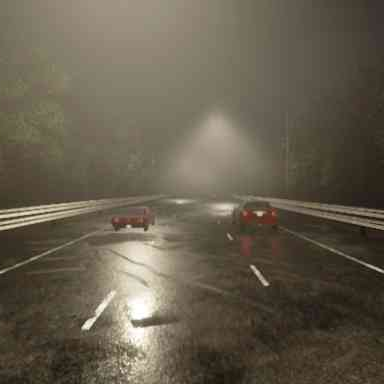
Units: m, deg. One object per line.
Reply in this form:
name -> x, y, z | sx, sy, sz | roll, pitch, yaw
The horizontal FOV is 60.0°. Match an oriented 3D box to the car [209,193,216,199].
car -> 5.480, 1.020, 90.144 | 1.882, 1.535, 5.008 | 0, 0, 2

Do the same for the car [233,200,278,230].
car -> 3.721, 1.254, 20.296 | 2.097, 1.767, 4.553 | 0, 0, 1

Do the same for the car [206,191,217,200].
car -> 5.036, 1.033, 79.198 | 2.033, 1.649, 4.856 | 0, 0, 2

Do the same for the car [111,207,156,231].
car -> -3.288, 1.505, 19.674 | 1.895, 1.301, 4.718 | 0, 0, 1
